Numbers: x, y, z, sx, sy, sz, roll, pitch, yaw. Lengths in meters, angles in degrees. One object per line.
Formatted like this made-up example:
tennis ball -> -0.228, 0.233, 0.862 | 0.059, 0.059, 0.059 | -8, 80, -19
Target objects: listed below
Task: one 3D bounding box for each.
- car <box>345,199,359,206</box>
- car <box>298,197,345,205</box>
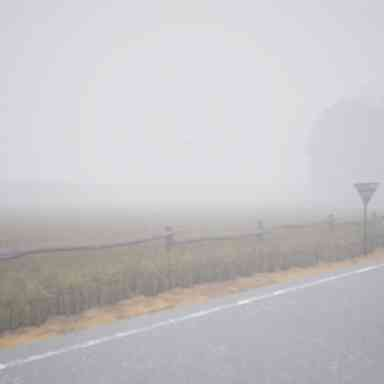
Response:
car -> 18.180, 1.472, 42.262 | 2.033, 1.411, 5.357 | 0, 0, -39
car -> 15.197, 1.410, 40.078 | 1.882, 1.535, 5.008 | 0, 0, -39
